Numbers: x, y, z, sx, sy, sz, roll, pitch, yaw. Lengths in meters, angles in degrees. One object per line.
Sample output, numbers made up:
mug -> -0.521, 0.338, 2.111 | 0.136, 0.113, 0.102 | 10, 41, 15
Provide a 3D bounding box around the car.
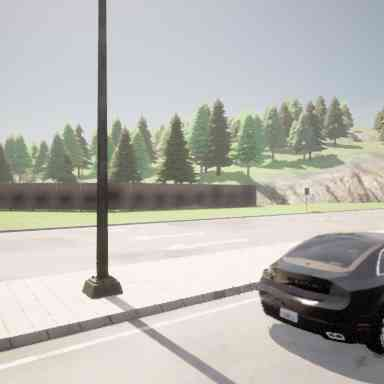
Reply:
car -> 3.342, 1.504, 6.133 | 4.892, 1.490, 1.837 | 0, 0, -35
